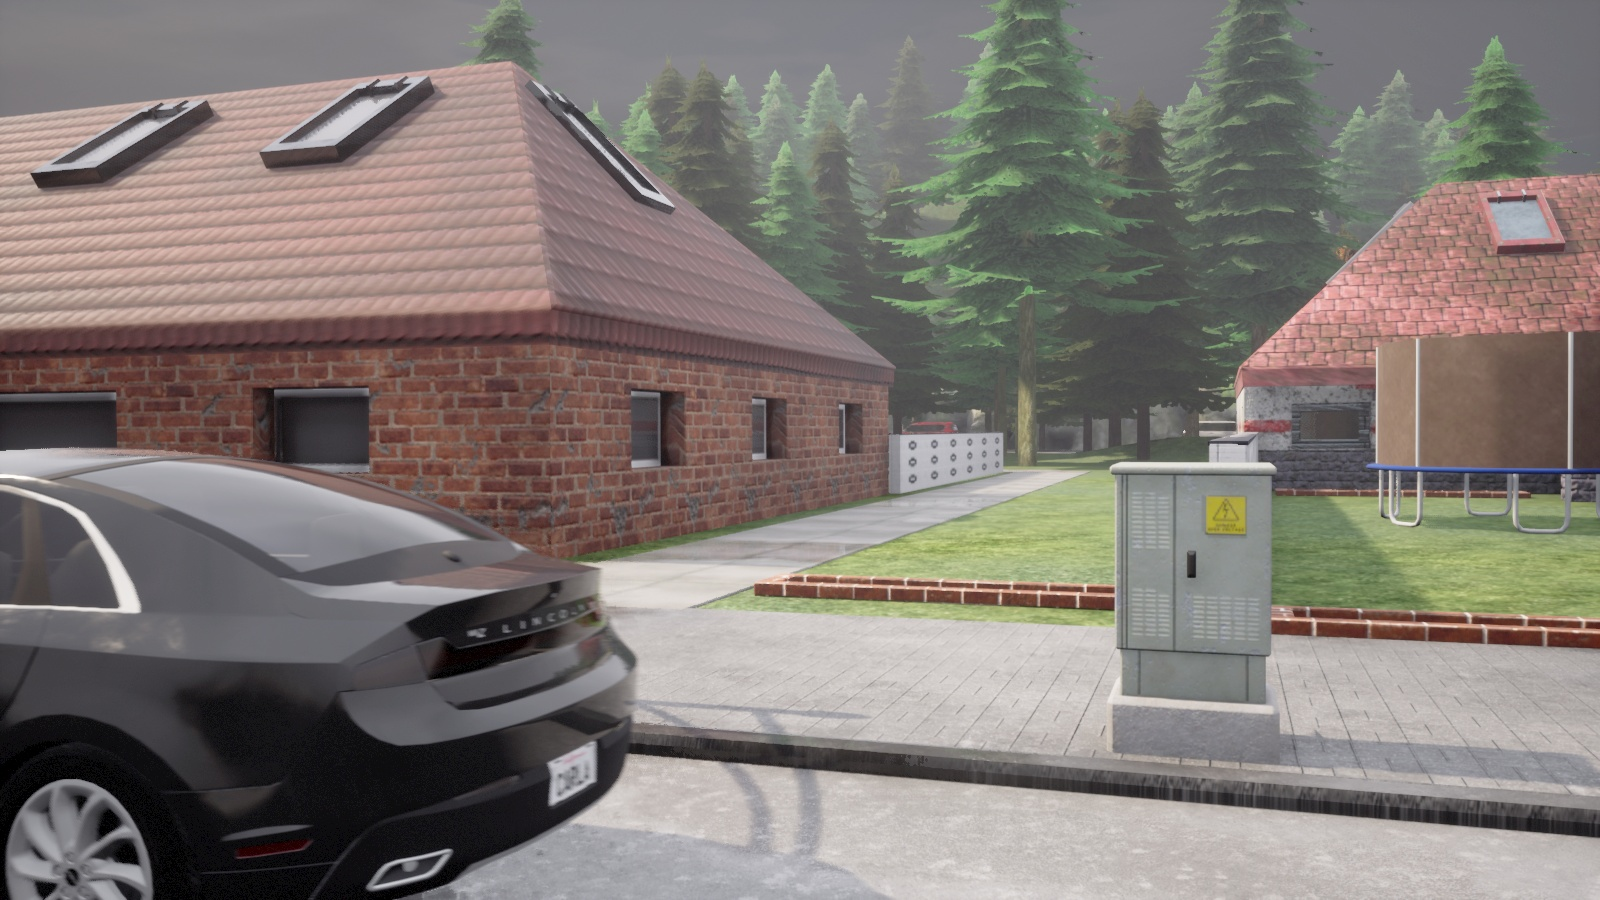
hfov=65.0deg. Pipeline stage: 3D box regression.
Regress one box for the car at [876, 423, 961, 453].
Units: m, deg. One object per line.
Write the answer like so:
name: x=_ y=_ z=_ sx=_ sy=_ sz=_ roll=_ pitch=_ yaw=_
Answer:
car: x=8.252 y=-0.829 z=87.632 sx=5.566 sy=2.045 sz=2.150 roll=0 pitch=1 yaw=19

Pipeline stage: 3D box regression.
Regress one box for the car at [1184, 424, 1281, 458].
car: x=26.571 y=-0.590 z=77.249 sx=5.566 sy=2.045 sz=2.150 roll=0 pitch=1 yaw=19

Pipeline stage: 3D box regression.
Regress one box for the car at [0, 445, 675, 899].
car: x=-3.098 y=0.743 z=4.762 sx=4.892 sy=1.490 sz=1.837 roll=1 pitch=1 yaw=19
